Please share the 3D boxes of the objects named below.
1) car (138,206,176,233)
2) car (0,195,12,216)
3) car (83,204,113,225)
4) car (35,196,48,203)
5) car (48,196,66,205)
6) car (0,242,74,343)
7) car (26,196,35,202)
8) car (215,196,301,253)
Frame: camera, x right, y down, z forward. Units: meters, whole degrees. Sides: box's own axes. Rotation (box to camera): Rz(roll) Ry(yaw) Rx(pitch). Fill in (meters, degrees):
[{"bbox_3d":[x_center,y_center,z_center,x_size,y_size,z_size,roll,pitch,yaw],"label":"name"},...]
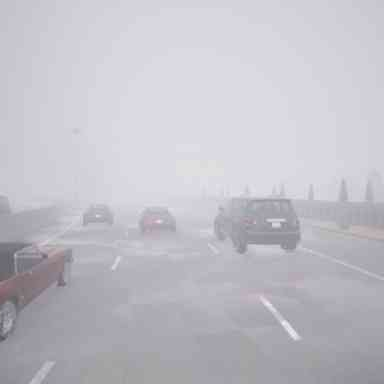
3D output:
[{"bbox_3d":[-2.123,1.533,19.564,1.994,1.385,4.181,0,0,-11],"label":"car"},{"bbox_3d":[-13.412,1.233,21.444,2.150,2.045,5.566,0,0,-13],"label":"car"},{"bbox_3d":[-6.662,1.542,23.821,1.994,1.385,4.181,0,0,-13],"label":"car"},{"bbox_3d":[-29.264,1.453,66.312,1.882,1.535,5.008,0,0,-16],"label":"car"},{"bbox_3d":[-23.742,1.467,59.427,2.128,1.511,4.902,0,0,-15],"label":"car"},{"bbox_3d":[-3.770,1.603,6.317,1.895,1.301,4.718,0,0,-4],"label":"car"},{"bbox_3d":[-34.452,1.559,71.920,1.895,1.301,4.718,0,0,-16],"label":"car"},{"bbox_3d":[2.457,1.184,13.755,2.150,2.045,5.566,0,0,-8],"label":"car"}]
